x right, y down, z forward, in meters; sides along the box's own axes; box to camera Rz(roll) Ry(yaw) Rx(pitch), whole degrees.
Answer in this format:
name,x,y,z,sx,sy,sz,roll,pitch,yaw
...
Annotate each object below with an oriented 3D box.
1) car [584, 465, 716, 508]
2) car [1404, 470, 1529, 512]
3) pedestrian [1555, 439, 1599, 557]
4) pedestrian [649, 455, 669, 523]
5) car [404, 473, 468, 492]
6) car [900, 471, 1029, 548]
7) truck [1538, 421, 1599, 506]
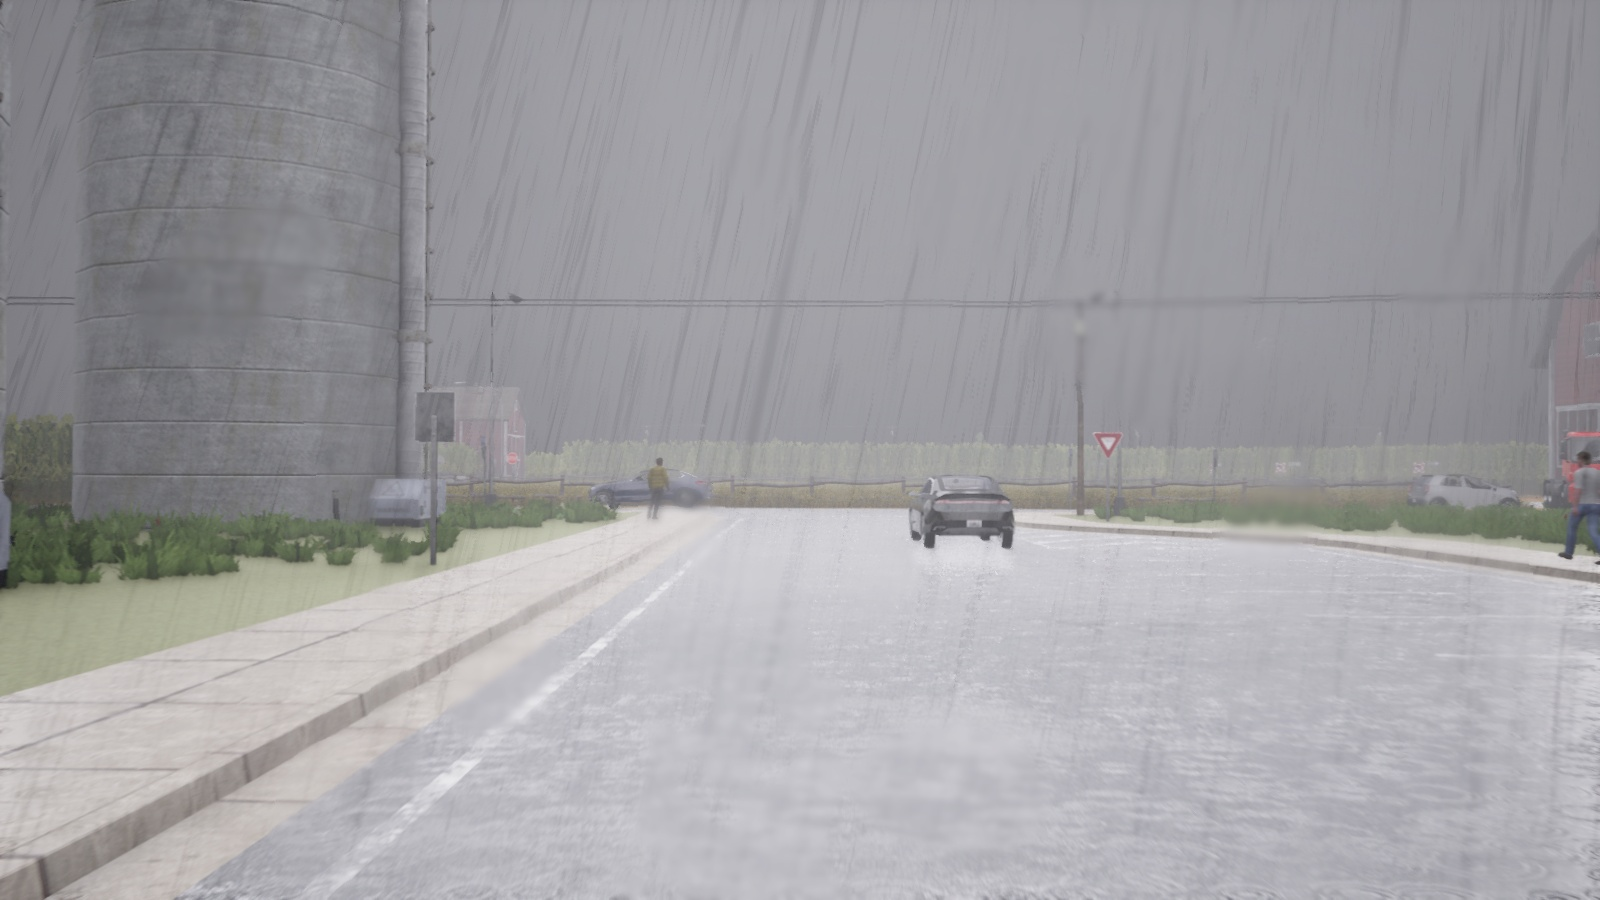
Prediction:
name,x,y,z,sx,sy,sz,roll,pitch,yaw
car,-5.966,1.461,50.435,5.027,1.651,2.152,0,-1,1
car,24.690,1.510,46.591,3.633,1.501,1.845,0,-1,0
pedestrian,12.393,0.754,19.910,0.354,1.836,0.706,0,-1,-7
pedestrian,-3.881,1.063,34.522,0.370,1.835,0.726,0,-1,8
car,-27.315,2.438,94.339,1.895,1.301,4.718,-1,0,28
car,3.435,1.213,27.208,2.128,1.511,4.902,0,-1,0
truck,34.608,0.613,54.945,2.891,3.462,7.936,-1,-1,23
